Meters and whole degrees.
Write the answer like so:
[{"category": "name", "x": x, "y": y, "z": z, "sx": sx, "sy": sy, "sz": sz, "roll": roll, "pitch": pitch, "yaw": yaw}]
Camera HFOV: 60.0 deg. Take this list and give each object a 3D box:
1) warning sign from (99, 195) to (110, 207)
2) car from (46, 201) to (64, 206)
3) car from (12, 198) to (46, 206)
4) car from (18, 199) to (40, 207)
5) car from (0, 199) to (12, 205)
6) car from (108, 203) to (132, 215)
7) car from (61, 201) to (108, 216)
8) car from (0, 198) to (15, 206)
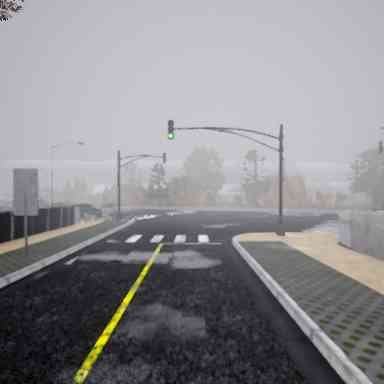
[{"category": "warning sign", "x": -14.279, "y": 1.405, "z": 54.481, "sx": 1.060, "sy": 1.860, "sz": 1.300, "roll": 1, "pitch": 1, "yaw": 36}, {"category": "car", "x": -16.853, "y": 2.001, "z": 44.660, "sx": 4.902, "sy": 1.511, "sz": 2.128, "roll": -1, "pitch": 1, "yaw": 36}, {"category": "car", "x": -20.562, "y": 1.849, "z": 43.329, "sx": 5.566, "sy": 2.045, "sz": 2.150, "roll": -1, "pitch": 1, "yaw": 36}, {"category": "car", "x": -30.896, "y": 2.131, "z": 62.997, "sx": 4.181, "sy": 1.385, "sz": 1.994, "roll": -1, "pitch": 1, "yaw": 36}, {"category": "car", "x": -27.695, "y": 2.156, "z": 52.579, "sx": 4.902, "sy": 1.511, "sz": 2.128, "roll": -1, "pitch": 1, "yaw": 37}, {"category": "car", "x": -9.322, "y": 2.004, "z": 39.192, "sx": 4.718, "sy": 1.301, "sz": 1.895, "roll": -1, "pitch": 1, "yaw": 36}, {"category": "car", "x": -12.023, "y": 2.009, "z": 37.135, "sx": 4.892, "sy": 1.490, "sz": 1.837, "roll": -1, "pitch": 1, "yaw": 34}, {"category": "car", "x": -39.003, "y": 2.127, "z": 68.876, "sx": 4.902, "sy": 1.511, "sz": 2.128, "roll": -1, "pitch": 1, "yaw": 36}]
